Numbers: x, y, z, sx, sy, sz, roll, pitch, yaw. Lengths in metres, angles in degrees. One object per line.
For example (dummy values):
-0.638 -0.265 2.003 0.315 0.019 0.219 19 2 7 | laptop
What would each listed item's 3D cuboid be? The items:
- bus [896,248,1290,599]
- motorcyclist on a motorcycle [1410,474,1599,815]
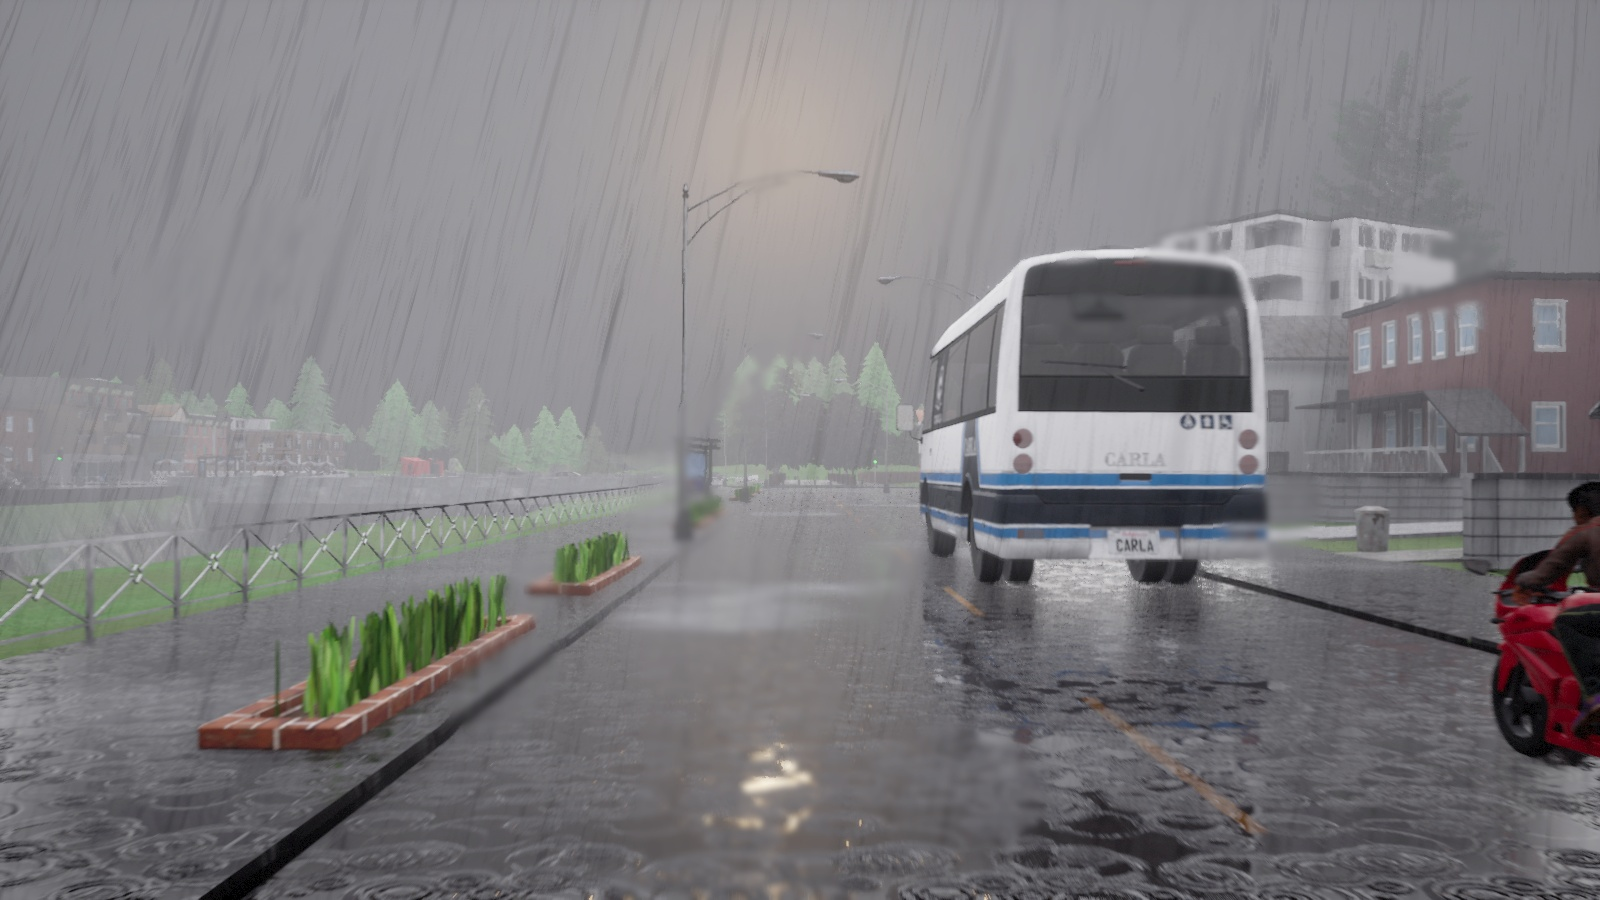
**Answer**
3.947 -0.236 20.393 3.944 4.253 10.273 0 -1 0 | bus
3.985 0.887 6.337 0.797 1.523 2.044 0 -1 0 | motorcyclist on a motorcycle
